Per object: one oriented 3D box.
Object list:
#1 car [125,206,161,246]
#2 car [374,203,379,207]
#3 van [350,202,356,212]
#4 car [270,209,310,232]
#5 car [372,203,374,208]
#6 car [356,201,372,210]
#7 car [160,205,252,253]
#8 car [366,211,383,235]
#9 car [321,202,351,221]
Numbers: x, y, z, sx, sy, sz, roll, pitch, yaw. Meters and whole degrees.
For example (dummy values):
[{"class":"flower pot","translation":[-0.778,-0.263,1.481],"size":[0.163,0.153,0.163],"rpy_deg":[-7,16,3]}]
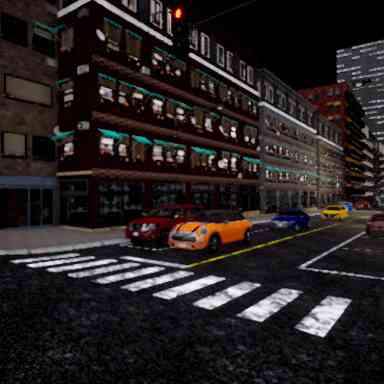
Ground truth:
[{"class":"car","translation":[-1.080,1.593,16.878],"size":[2.192,1.841,5.009],"rpy_deg":[-1,-2,35]},{"class":"car","translation":[44.498,3.316,82.098],"size":[1.947,1.339,4.313],"rpy_deg":[-1,-2,35]},{"class":"van","translation":[24.964,2.454,54.150],"size":[1.690,1.788,3.998],"rpy_deg":[-1,-2,35]},{"class":"car","translation":[7.221,1.992,24.175],"size":[1.812,1.442,4.674],"rpy_deg":[0,-1,35]},{"class":"car","translation":[37.986,2.977,72.783],"size":[1.967,1.590,4.097],"rpy_deg":[-1,-2,35]},{"class":"car","translation":[34.730,2.745,68.129],"size":[2.192,1.841,5.009],"rpy_deg":[-1,-2,35]},{"class":"car","translation":[0.937,1.620,15.298],"size":[2.097,1.767,4.553],"rpy_deg":[0,-1,36]},{"class":"car","translation":[12.309,2.045,21.458],"size":[1.802,1.307,4.206],"rpy_deg":[-2,-2,35]},{"class":"car","translation":[15.440,2.207,35.935],"size":[1.882,1.535,5.008],"rpy_deg":[0,0,35]}]
